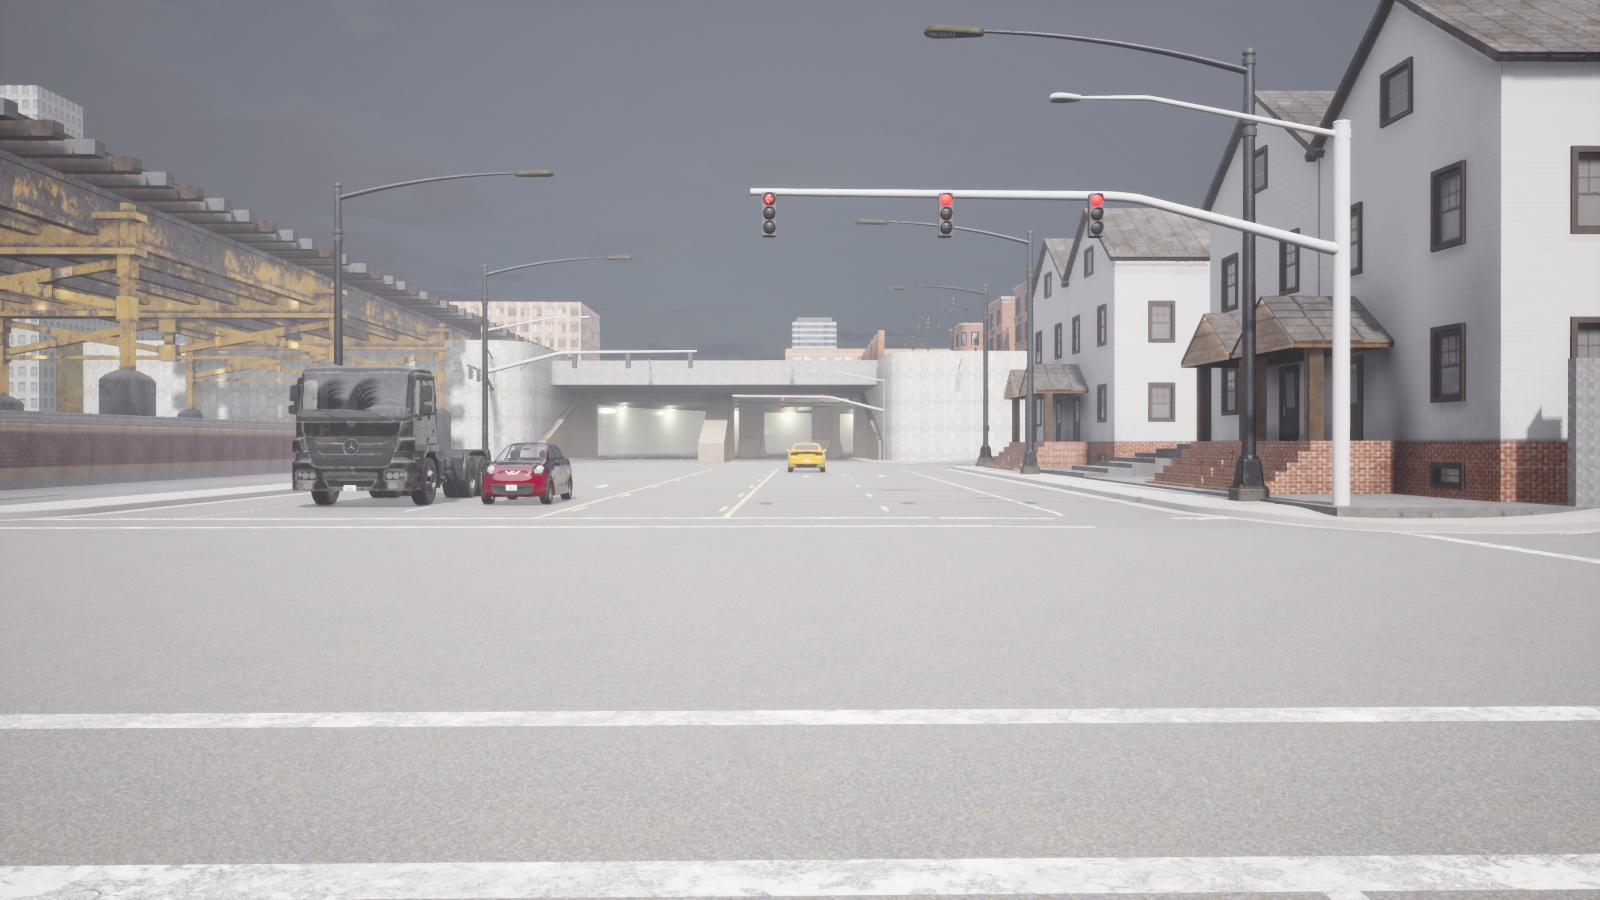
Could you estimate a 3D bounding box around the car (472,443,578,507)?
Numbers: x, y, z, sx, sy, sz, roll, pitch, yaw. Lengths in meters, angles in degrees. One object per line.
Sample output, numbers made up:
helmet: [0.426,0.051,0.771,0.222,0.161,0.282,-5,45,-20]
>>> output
car: [-6.827,0.577,31.538,1.845,1.501,3.633,0,0,0]

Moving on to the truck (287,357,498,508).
truck: [-10.319,-0.429,32.822,2.891,3.462,7.936,0,0,0]

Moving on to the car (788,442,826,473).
car: [0.343,0.357,65.105,1.882,1.535,5.008,0,0,0]
